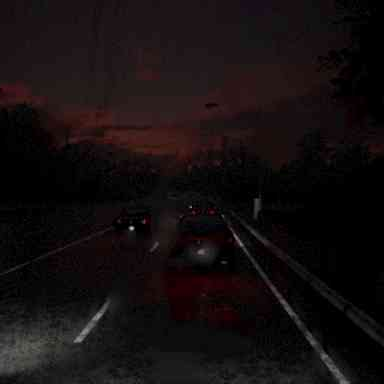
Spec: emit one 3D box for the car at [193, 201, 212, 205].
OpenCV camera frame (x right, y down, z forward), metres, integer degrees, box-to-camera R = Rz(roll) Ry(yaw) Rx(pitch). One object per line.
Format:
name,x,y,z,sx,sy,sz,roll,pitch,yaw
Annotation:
car,0.800,1.384,24.431,2.033,1.411,5.357,0,1,2

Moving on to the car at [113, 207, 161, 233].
car,-2.916,1.484,18.753,1.895,1.301,4.718,0,0,2

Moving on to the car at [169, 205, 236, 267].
car,0.344,1.419,11.252,1.882,1.535,5.008,0,1,2

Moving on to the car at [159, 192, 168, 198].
car,-7.408,0.638,85.439,1.882,1.535,5.008,0,1,2

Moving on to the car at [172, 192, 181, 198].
car,-3.907,0.714,85.406,1.994,1.385,4.181,0,1,2

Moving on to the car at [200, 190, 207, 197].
car,3.390,0.523,93.100,2.033,1.411,5.357,0,2,2

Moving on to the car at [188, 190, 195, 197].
car,-0.110,0.496,93.225,1.812,1.442,4.674,0,2,2
